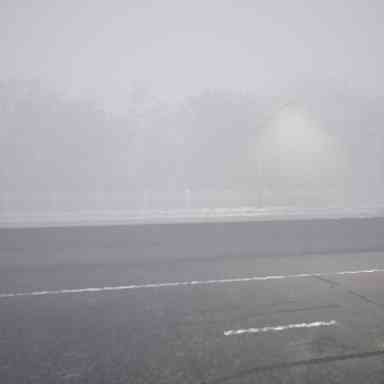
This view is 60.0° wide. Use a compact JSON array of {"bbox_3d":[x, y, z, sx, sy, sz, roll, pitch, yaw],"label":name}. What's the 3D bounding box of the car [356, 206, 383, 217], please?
[{"bbox_3d":[19.047,2.051,32.698,5.357,1.411,2.033,-1,-1,-11],"label":"car"}]
